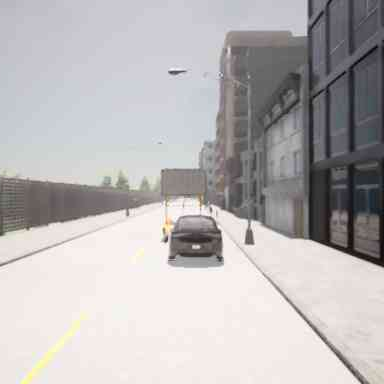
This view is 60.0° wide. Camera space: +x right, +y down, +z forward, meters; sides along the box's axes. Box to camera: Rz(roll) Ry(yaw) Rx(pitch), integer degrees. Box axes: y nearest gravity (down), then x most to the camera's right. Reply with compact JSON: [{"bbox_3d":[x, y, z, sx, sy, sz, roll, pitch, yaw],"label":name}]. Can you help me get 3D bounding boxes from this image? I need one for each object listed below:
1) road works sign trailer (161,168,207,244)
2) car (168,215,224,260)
[{"bbox_3d":[-0.461,0.556,17.005,2.380,3.560,2.880,-1,3,-16],"label":"road works sign trailer"},{"bbox_3d":[0.128,1.623,13.054,1.882,1.535,5.008,0,0,0],"label":"car"}]
